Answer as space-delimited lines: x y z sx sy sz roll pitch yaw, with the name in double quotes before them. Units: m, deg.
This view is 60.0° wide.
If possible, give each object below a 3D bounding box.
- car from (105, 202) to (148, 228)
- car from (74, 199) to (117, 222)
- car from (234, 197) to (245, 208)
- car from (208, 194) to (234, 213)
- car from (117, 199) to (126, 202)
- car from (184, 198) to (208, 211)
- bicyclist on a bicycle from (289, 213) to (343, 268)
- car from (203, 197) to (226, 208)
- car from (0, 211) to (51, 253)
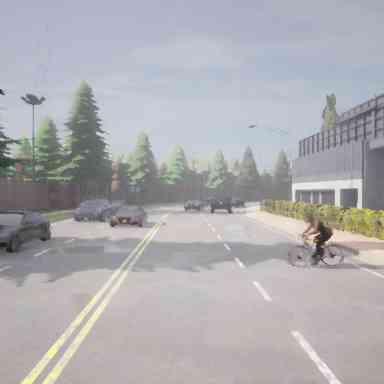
"car" -4.084 1.564 22.010 1.994 1.385 4.181 0 0 -1
"car" -7.654 1.350 26.185 2.097 1.767 4.553 0 0 -1
"car" 6.245 1.489 48.136 2.128 1.511 4.902 0 0 25
"car" 3.264 1.222 36.810 2.150 2.045 5.566 0 0 6
"car" -7.602 1.490 33.559 2.128 1.511 4.902 0 0 2
"car" 0.362 1.599 40.361 1.895 1.301 4.718 0 0 10
"bicyclist on a bicycle" 3.645 1.442 9.815 1.656 1.620 0.582 -2 0 -1
"car" 3.423 1.502 50.050 1.837 1.490 4.892 0 0 24
"car" -7.415 1.525 13.772 1.812 1.442 4.674 0 0 -1
